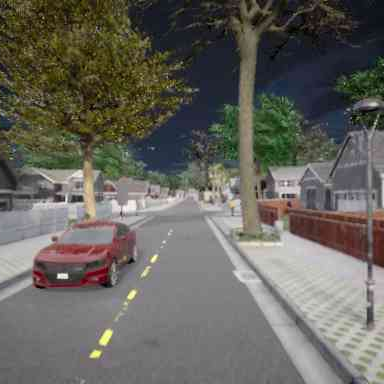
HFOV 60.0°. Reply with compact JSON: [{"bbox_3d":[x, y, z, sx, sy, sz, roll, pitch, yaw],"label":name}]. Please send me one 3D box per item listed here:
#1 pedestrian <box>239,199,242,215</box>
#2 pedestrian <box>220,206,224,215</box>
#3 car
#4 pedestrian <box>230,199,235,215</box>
[{"bbox_3d":[5.518,1.660,37.613,0.375,1.860,0.375,0,-1,0],"label":"pedestrian"},{"bbox_3d":[3.517,2.056,38.209,0.500,1.100,0.500,0,-1,0],"label":"pedestrian"},{"bbox_3d":[-2.848,1.618,9.842,1.882,1.535,5.008,0,-1,0],"label":"car"},{"bbox_3d":[4.517,1.657,37.014,0.375,1.860,0.375,0,-1,0],"label":"pedestrian"}]
